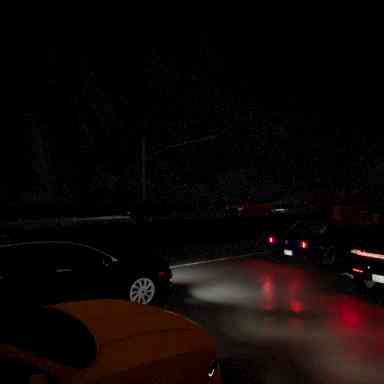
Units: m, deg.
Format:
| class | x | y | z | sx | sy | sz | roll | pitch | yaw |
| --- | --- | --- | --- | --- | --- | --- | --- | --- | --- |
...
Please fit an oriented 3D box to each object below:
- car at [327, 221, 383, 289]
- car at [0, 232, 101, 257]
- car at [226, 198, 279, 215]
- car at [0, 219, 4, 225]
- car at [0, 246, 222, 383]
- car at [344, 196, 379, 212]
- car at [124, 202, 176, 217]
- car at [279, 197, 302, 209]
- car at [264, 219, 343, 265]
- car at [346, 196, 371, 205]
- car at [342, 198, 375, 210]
| class | x | y | z | sx | sy | sz | roll | pitch | yaw |
| --- | --- | --- | --- | --- | --- | --- | --- | --- | --- |
| car | 5.646 | 1.483 | 7.920 | 4.902 | 1.511 | 2.128 | 0 | 0 | -36 |
| car | -2.653 | 1.505 | 6.152 | 4.892 | 1.490 | 1.837 | 0 | 0 | -36 |
| car | 5.122 | 1.315 | 29.488 | 4.553 | 1.767 | 2.097 | 0 | 0 | -36 |
| car | -10.623 | 1.548 | 13.580 | 5.357 | 1.411 | 2.033 | 0 | 0 | -36 |
| car | -2.002 | 1.477 | 2.296 | 5.008 | 1.535 | 1.882 | 0 | 0 | -36 |
| car | 17.043 | 1.447 | 33.949 | 5.357 | 1.411 | 2.033 | 0 | 0 | -36 |
| car | -3.957 | 1.592 | 31.481 | 4.718 | 1.301 | 1.895 | 0 | 0 | -36 |
| car | 12.620 | 1.412 | 43.736 | 4.674 | 1.442 | 1.812 | 0 | 0 | -36 |
| car | 4.787 | 1.591 | 11.626 | 4.718 | 1.301 | 1.895 | 0 | 0 | -36 |
| car | 27.290 | 1.352 | 54.550 | 4.181 | 1.385 | 1.994 | 0 | 0 | -36 |
| car | 20.495 | 1.427 | 40.852 | 4.181 | 1.385 | 1.994 | 0 | 0 | -36 |
